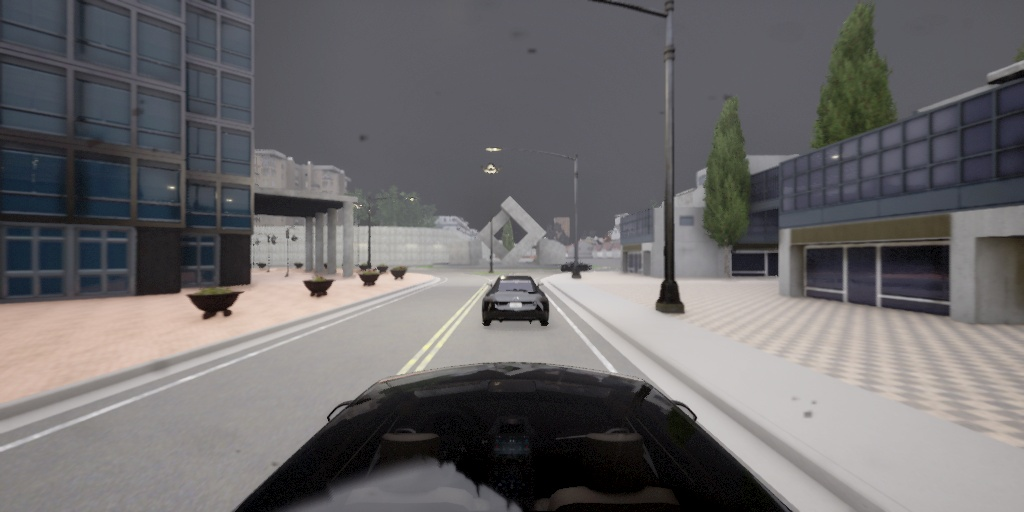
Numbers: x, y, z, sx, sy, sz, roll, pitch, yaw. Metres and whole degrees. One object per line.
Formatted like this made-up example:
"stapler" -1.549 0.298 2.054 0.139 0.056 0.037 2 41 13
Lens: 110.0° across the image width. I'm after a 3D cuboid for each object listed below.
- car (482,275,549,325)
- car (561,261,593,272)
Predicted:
"car" 0.103 1.322 11.862 1.994 1.385 4.181 0 0 0
"car" 8.132 1.347 44.987 4.181 1.385 1.994 0 0 -34
